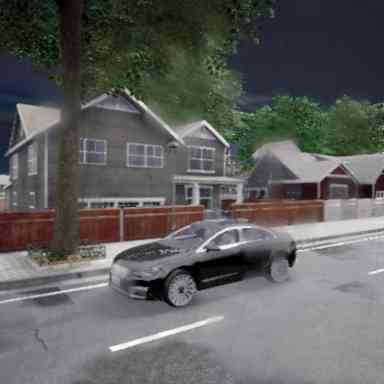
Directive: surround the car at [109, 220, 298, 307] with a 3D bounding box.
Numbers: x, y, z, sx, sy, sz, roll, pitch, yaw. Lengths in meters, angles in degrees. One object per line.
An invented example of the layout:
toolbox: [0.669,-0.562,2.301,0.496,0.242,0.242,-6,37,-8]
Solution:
car: [0.489,1.479,8.017,4.902,1.511,2.128,0,0,-35]
